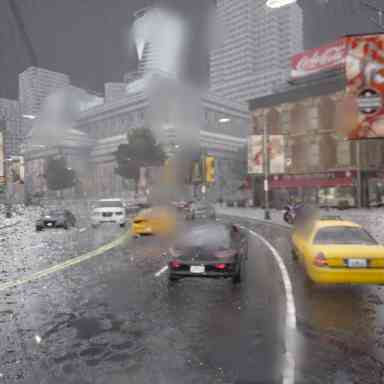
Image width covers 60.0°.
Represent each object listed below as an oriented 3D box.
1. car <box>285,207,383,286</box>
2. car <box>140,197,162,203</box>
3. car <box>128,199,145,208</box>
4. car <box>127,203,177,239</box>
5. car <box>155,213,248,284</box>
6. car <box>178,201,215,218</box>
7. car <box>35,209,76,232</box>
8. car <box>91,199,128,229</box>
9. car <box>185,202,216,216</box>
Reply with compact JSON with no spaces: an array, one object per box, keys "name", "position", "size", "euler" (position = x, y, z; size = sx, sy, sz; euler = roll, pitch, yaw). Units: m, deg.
[{"name":"car","position":[3.862,1.424,9.290],"size":[1.801,1.575,5.366],"euler":[-1,0,11]},{"name":"car","position":[-5.752,1.623,42.978],"size":[2.150,2.045,5.566],"euler":[-1,0,-30]},{"name":"car","position":[-7.618,1.913,39.252],"size":[2.128,1.511,4.902],"euler":[-1,0,-27]},{"name":"car","position":[-2.038,1.640,18.489],"size":[1.882,1.535,5.008],"euler":[-1,0,0]},{"name":"car","position":[0.610,1.572,9.725],"size":[1.812,1.442,4.674],"euler":[-1,0,12]},{"name":"car","position":[0.537,1.643,26.455],"size":[2.128,1.511,4.902],"euler":[-1,0,-10]},{"name":"car","position":[-9.460,1.931,23.389],"size":[1.994,1.385,4.181],"euler":[-1,0,-9]},{"name":"car","position":[-6.123,1.524,24.832],"size":[2.150,2.045,5.566],"euler":[-1,-1,-10]},{"name":"car","position":[0.869,1.805,37.068],"size":[1.895,1.301,4.718],"euler":[-1,0,-19]}]
